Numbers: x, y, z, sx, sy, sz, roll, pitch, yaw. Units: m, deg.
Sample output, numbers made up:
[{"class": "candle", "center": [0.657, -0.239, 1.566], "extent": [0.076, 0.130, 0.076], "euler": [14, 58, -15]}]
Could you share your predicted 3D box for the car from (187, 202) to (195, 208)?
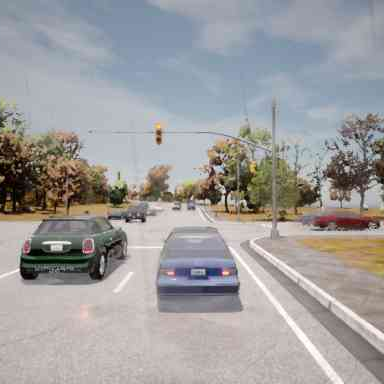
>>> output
[{"class": "car", "center": [-0.278, 3.319, 88.016], "extent": [1.994, 1.385, 4.181], "euler": [0, 0, -4]}]

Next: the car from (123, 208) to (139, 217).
[{"class": "car", "center": [-10.702, 3.529, 58.581], "extent": [1.895, 1.301, 4.718], "euler": [0, -1, 0]}]

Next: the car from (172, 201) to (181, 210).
[{"class": "car", "center": [-3.662, 3.551, 77.891], "extent": [1.895, 1.301, 4.718], "euler": [0, 0, 0]}]

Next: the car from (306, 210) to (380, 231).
[{"class": "car", "center": [11.937, 2.193, 25.897], "extent": [5.008, 1.535, 1.882], "euler": [0, -2, -2]}]

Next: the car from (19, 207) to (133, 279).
[{"class": "car", "center": [-3.438, 1.488, 10.572], "extent": [2.097, 1.767, 4.553], "euler": [0, -1, 0]}]

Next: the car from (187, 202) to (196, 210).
[{"class": "car", "center": [-0.162, 3.479, 77.833], "extent": [1.812, 1.442, 4.674], "euler": [0, 0, 0]}]

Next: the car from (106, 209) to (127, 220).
[{"class": "car", "center": [-10.731, 3.216, 47.662], "extent": [2.033, 1.411, 5.357], "euler": [0, -2, -3]}]

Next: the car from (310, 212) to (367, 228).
[{"class": "car", "center": [13.012, 2.455, 29.691], "extent": [4.181, 1.385, 1.994], "euler": [0, -3, -2]}]

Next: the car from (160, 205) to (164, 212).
[{"class": "car", "center": [-7.149, 3.509, 71.924], "extent": [1.812, 1.442, 4.674], "euler": [0, 0, 0]}]

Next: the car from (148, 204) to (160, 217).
[{"class": "car", "center": [-7.203, 3.394, 56.961], "extent": [2.128, 1.511, 4.902], "euler": [0, -1, 0]}]

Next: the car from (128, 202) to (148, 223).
[{"class": "car", "center": [-6.691, 2.561, 39.319], "extent": [2.150, 2.045, 5.566], "euler": [0, -3, -7]}]

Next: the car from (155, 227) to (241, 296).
[{"class": "car", "center": [0.073, 1.647, 8.955], "extent": [2.033, 1.411, 5.357], "euler": [0, -1, -1]}]

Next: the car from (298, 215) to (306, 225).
[{"class": "car", "center": [13.179, 2.531, 33.186], "extent": [5.008, 1.535, 1.882], "euler": [0, -3, -1]}]

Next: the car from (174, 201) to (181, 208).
[{"class": "car", "center": [-3.777, 3.263, 87.923], "extent": [1.837, 1.490, 4.892], "euler": [0, 0, -4]}]
